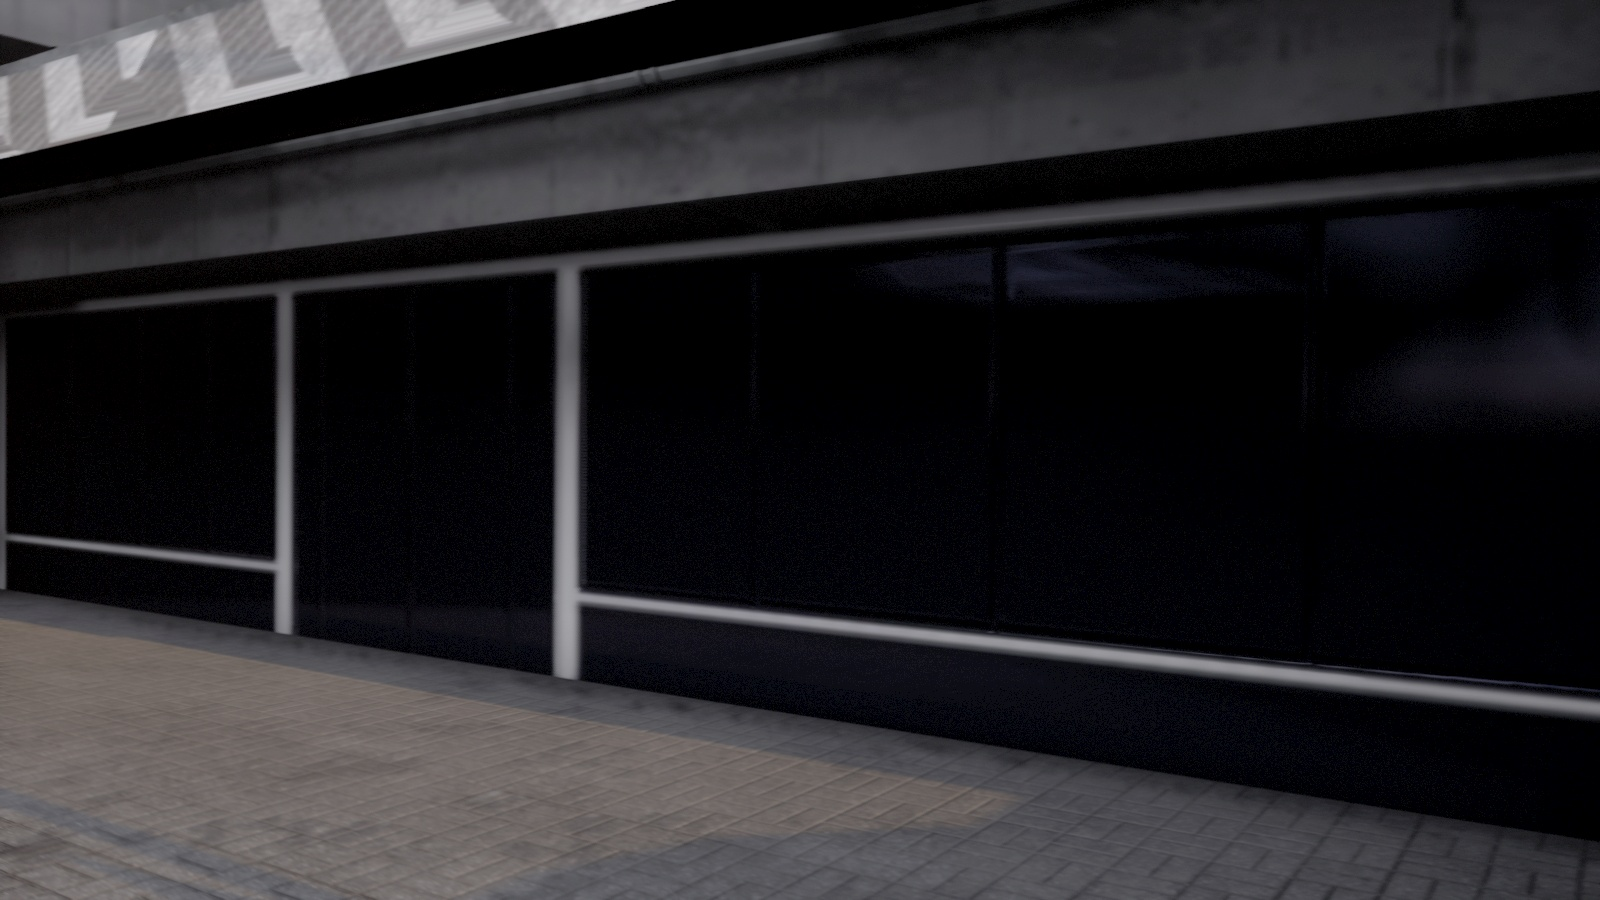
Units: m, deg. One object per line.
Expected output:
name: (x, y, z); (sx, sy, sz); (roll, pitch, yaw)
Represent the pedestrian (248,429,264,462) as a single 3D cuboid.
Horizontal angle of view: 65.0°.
pedestrian: (-30.940, -0.258, 71.454); (0.376, 1.854, 0.720); (0, 1, 41)
